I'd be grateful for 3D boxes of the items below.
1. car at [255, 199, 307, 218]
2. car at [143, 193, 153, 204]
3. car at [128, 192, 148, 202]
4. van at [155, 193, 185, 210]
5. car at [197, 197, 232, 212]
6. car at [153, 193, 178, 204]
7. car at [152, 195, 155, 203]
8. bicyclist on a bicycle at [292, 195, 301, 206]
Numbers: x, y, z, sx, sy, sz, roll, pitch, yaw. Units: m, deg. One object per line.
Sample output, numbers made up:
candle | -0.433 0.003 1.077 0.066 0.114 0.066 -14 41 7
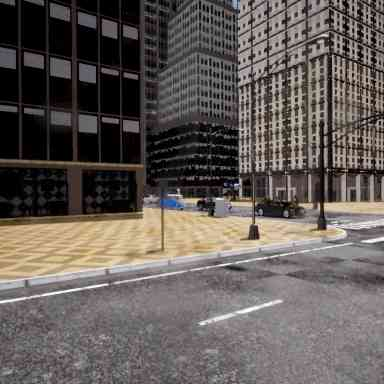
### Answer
car | 7.707 1.420 29.234 1.837 1.490 4.892 -1 1 -34
car | -6.970 1.268 56.674 1.812 1.442 4.674 -1 0 -34
car | -10.939 0.982 67.179 2.192 1.841 5.009 0 0 -34
van | -2.376 1.211 39.539 1.690 1.788 3.998 0 0 -34
car | 2.432 1.362 37.042 2.128 1.511 4.902 -1 1 -34
car | -4.736 1.036 57.999 2.192 1.841 5.009 0 0 -34
car | -3.219 1.349 45.420 1.812 1.442 4.674 -1 1 -34
bicyclist on a bicycle | 12.012 1.119 38.461 1.656 1.620 0.582 -1 1 -34
